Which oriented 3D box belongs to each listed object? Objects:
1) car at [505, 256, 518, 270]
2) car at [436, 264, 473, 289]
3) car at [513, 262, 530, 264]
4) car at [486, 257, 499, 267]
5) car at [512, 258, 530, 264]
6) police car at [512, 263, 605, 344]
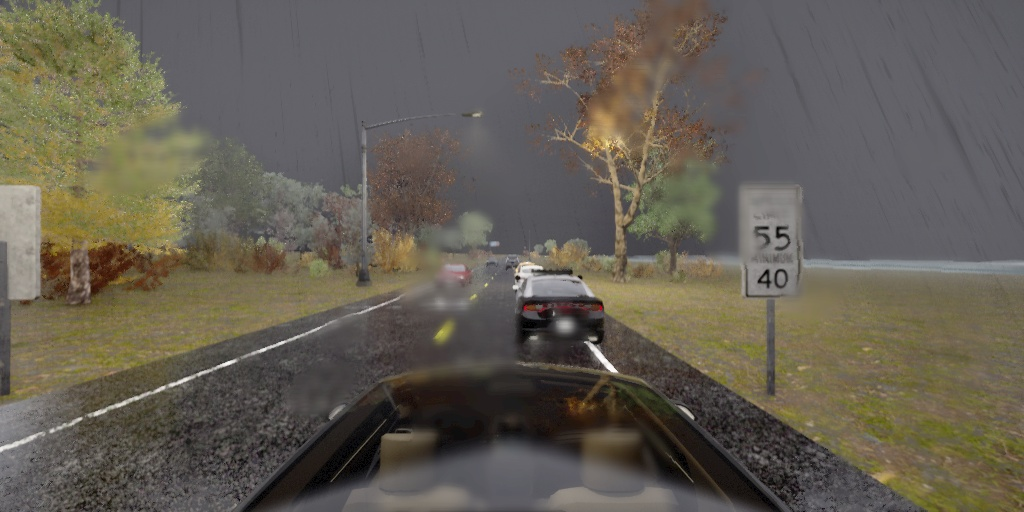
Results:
[{"bbox_3d":[0.096,1.161,48.799,1.837,1.490,4.892,0,0,1],"label":"car"},{"bbox_3d":[-3.585,1.235,23.093,1.812,1.442,4.674,0,0,0],"label":"car"},{"bbox_3d":[1.055,1.243,19.531,1.812,1.442,4.674,0,0,0],"label":"car"},{"bbox_3d":[-3.456,0.970,64.377,2.097,1.767,4.553,0,0,1],"label":"car"},{"bbox_3d":[1.068,1.160,25.720,1.801,1.575,5.366,0,0,0],"label":"car"},{"bbox_3d":[1.048,1.161,9.646,1.930,1.638,5.238,0,0,0],"label":"police car"}]
